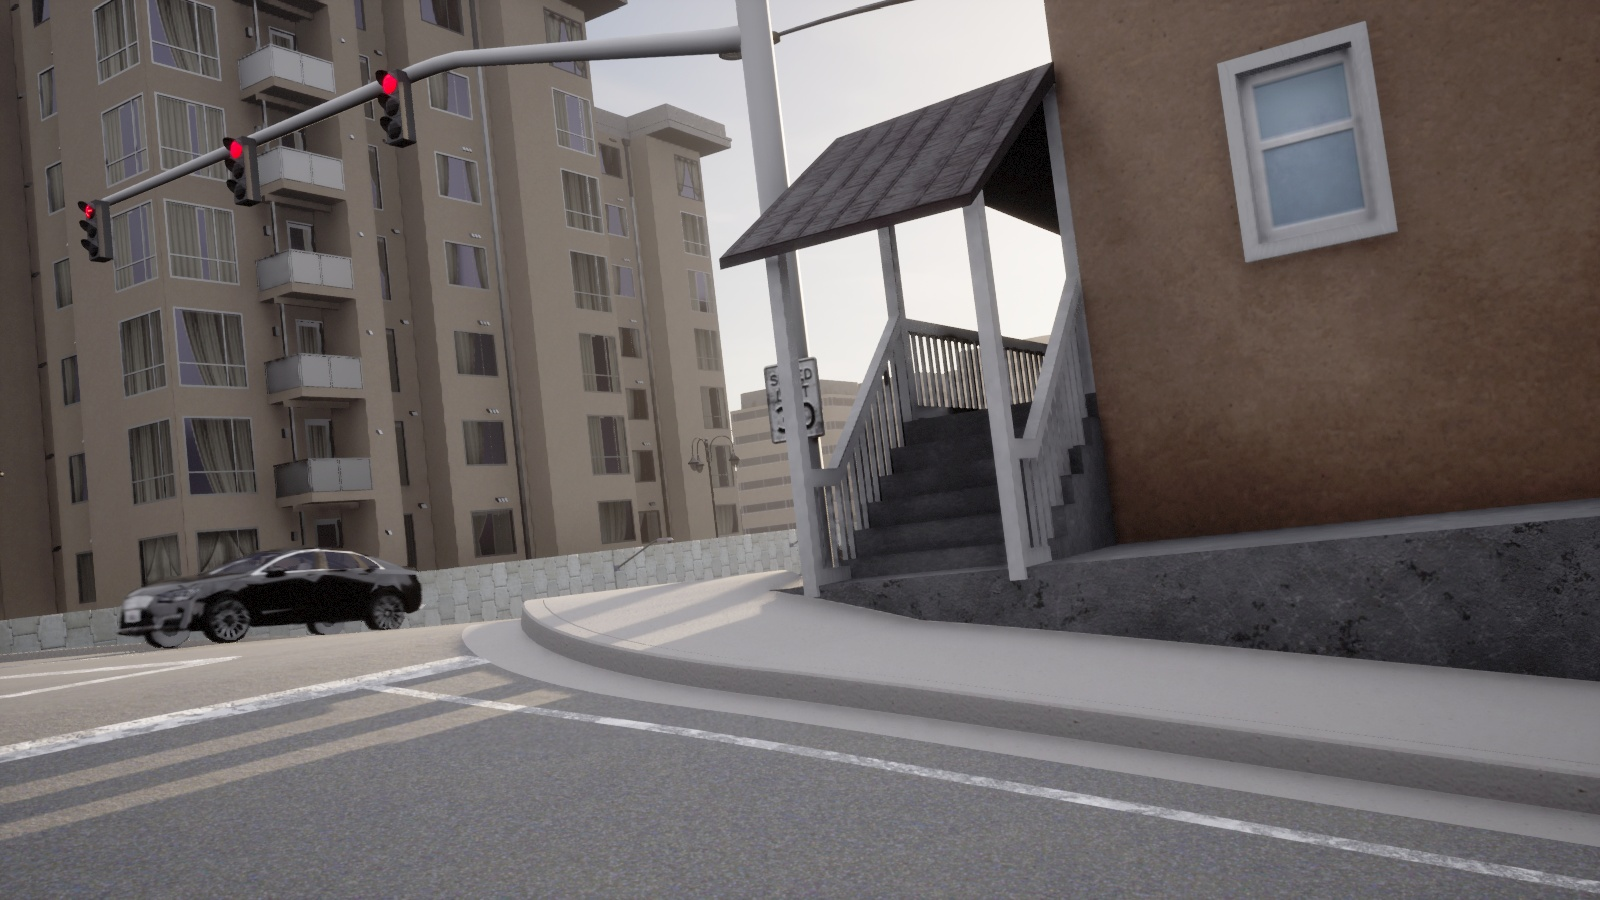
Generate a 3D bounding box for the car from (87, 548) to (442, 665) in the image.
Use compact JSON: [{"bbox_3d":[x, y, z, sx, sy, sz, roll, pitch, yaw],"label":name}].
[{"bbox_3d":[-8.523,2.475,20.439,2.128,1.511,4.902,-10,-9,33],"label":"car"}]
